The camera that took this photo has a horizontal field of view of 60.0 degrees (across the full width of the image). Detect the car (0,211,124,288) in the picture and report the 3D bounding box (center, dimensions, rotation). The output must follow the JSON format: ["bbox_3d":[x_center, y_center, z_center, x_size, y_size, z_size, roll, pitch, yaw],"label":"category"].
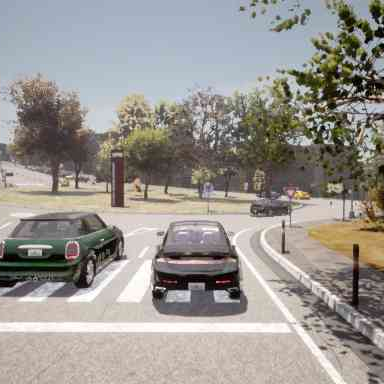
[{"bbox_3d":[-3.346,1.319,9.310,2.097,1.767,4.553,0,0,1],"label":"car"}]

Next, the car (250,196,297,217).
[{"bbox_3d":[7.450,1.452,30.995,4.892,1.490,1.837,0,1,-40],"label":"car"}]

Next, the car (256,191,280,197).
[{"bbox_3d":[14.651,0.525,63.920,2.033,1.411,5.357,-1,3,-29],"label":"car"}]

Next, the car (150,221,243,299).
[{"bbox_3d":[0.097,1.463,8.377,2.128,1.511,4.902,0,0,0],"label":"car"}]

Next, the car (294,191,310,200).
[{"bbox_3d":[19.394,0.559,60.856,1.882,1.535,5.008,-1,2,-20],"label":"car"}]
